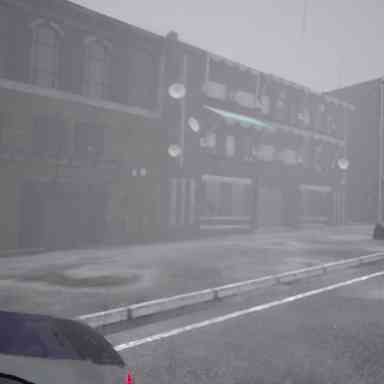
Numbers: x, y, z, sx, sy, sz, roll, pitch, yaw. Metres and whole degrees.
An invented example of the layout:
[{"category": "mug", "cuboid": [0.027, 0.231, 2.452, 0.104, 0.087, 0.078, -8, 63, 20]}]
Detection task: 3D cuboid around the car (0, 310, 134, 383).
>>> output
[{"category": "car", "cuboid": [-2.417, 1.563, 1.960, 4.181, 1.385, 1.994, 0, 0, -36]}]
